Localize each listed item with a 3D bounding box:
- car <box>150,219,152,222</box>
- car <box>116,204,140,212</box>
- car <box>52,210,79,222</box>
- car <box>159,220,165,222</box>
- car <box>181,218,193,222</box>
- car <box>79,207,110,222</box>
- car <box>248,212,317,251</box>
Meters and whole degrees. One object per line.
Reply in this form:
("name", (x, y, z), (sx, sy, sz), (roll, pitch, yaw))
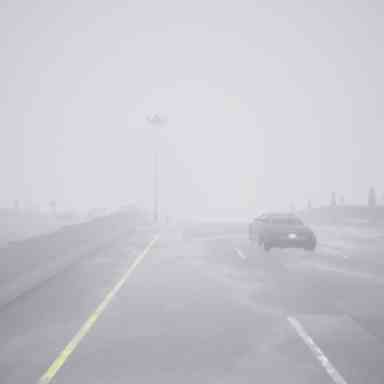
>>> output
("car", (-10.491, 7.075, 77.846), (2.150, 2.045, 5.566), (0, -7, 0))
("car", (-7.084, 2.360, 37.499), (2.150, 2.045, 5.566), (0, -6, 0))
("car", (-14.080, 2.712, 37.590), (1.994, 1.385, 4.181), (0, -6, 0))
("car", (-6.991, 7.212, 77.889), (2.097, 1.767, 4.553), (0, -7, 0))
("car", (-1.218, 5.631, 62.460), (1.801, 1.575, 5.366), (0, -7, 0))
("car", (-10.580, 2.493, 37.522), (2.097, 1.767, 4.553), (0, -6, 0))
("car", (3.602, 1.542, 13.921), (1.994, 1.385, 4.181), (0, 0, 0))
